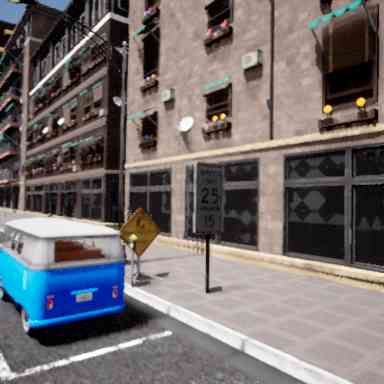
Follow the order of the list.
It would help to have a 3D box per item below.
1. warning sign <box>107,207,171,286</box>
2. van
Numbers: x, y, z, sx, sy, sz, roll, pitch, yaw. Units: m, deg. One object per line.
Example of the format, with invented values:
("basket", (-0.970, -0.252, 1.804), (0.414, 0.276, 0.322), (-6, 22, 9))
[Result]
("warning sign", (-1.403, 1.348, 8.804), (1.300, 1.860, 1.060), (2, -2, -38))
("van", (-2.896, 1.488, 6.856), (1.690, 1.788, 3.998), (3, -2, -38))
